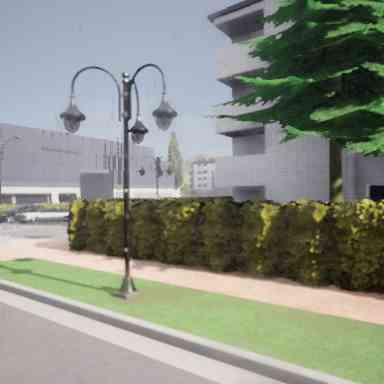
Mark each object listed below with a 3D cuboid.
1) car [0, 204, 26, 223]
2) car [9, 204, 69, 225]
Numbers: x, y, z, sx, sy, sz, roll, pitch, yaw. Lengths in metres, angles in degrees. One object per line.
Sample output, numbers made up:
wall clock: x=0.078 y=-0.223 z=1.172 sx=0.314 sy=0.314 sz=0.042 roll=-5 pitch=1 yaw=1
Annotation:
car: x=-14.843 y=1.851 z=29.177 sx=1.837 sy=1.490 sz=4.892 roll=-1 pitch=0 yaw=36
car: x=-11.887 y=1.907 z=27.251 sx=1.895 sy=1.301 sz=4.718 roll=-1 pitch=0 yaw=35
